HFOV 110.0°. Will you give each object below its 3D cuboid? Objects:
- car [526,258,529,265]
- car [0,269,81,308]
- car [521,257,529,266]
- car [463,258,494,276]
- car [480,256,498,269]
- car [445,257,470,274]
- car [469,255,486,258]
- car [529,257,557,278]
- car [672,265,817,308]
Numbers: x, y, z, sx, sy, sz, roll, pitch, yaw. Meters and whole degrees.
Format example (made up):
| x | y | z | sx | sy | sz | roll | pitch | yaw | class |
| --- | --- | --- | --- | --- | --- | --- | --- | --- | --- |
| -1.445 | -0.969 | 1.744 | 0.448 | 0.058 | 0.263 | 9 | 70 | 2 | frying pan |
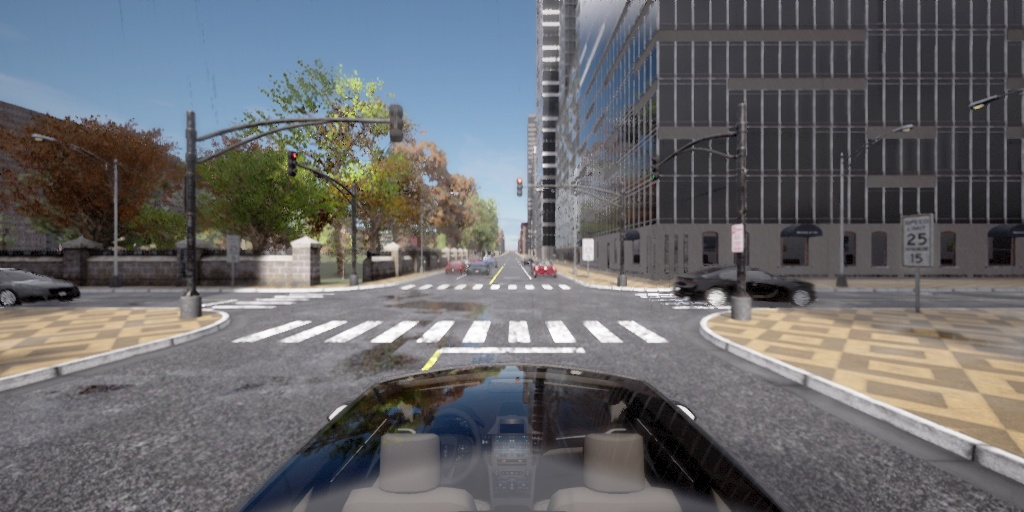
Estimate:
| x | y | z | sx | sy | sz | roll | pitch | yaw | class |
| --- | --- | --- | --- | --- | --- | --- | --- | --- | --- |
| 2.736 | 1.126 | 36.577 | 1.948 | 1.339 | 4.313 | 0 | 0 | 0 | car |
| -20.679 | 1.275 | 14.615 | 4.892 | 1.490 | 1.837 | 0 | 0 | 1 | car |
| 2.766 | 0.998 | 59.301 | 1.948 | 1.339 | 4.313 | 0 | 0 | 0 | car |
| -3.056 | 1.141 | 33.371 | 1.994 | 1.385 | 4.181 | 0 | 0 | 0 | car |
| -3.016 | 1.027 | 51.234 | 2.033 | 1.411 | 5.357 | 0 | 0 | 0 | car |
| -5.645 | 1.105 | 36.585 | 1.888 | 1.381 | 4.507 | 0 | 0 | 0 | car |
| -5.623 | 0.780 | 53.634 | 2.192 | 1.841 | 5.009 | 0 | 0 | 0 | car |
| 2.729 | 1.031 | 30.896 | 1.967 | 1.591 | 4.097 | 0 | 0 | 0 | car |
| 8.916 | 1.128 | 13.950 | 5.008 | 1.535 | 1.882 | 0 | 0 | 1 | car |
